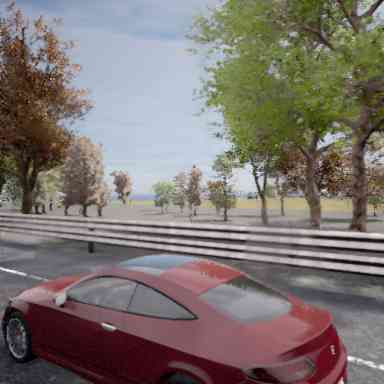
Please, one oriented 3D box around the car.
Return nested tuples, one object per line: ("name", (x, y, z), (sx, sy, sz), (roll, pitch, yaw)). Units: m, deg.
("car", (-0.576, 1.562, 4.290), (4.674, 1.442, 1.812), (-1, -1, 36))
